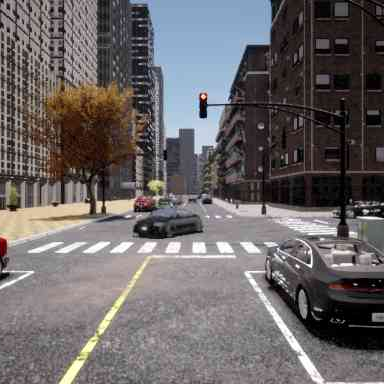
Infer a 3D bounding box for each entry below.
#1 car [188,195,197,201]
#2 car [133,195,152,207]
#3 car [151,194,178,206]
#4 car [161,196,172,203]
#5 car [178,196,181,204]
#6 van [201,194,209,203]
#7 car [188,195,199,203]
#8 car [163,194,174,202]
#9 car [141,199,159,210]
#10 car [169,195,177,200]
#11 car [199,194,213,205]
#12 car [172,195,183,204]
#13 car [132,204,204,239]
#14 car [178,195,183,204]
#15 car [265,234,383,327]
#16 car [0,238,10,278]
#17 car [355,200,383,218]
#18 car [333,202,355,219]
[{"bbox_3d":[0.191,1.462,79.061,2.033,1.411,5.357,0,0,0],"label":"car"},{"bbox_3d":[-5.598,1.336,39.331,2.192,1.841,5.009,0,0,0],"label":"car"},{"bbox_3d":[-2.983,1.371,37.013,2.097,1.767,4.553,0,0,-1],"label":"car"},{"bbox_3d":[-5.517,1.627,72.469,1.947,1.339,4.313,0,0,0],"label":"car"},{"bbox_3d":[-2.985,1.630,47.082,1.895,1.301,4.718,0,0,0],"label":"car"},{"bbox_3d":[2.863,1.402,72.448,1.690,1.788,3.998,0,0,0],"label":"van"},{"bbox_3d":[0.165,1.546,68.638,2.128,1.511,4.902,0,0,0],"label":"car"},{"bbox_3d":[-5.504,1.386,77.991,2.192,1.841,5.009,0,0,0],"label":"car"},{"bbox_3d":[-5.584,1.592,44.854,1.947,1.339,4.313,0,0,0],"label":"car"},{"bbox_3d":[-5.464,1.654,94.560,2.008,1.369,4.403,0,0,0],"label":"car"},{"bbox_3d":[2.837,1.611,61.402,1.947,1.339,4.313,0,0,0],"label":"car"},{"bbox_3d":[-2.863,1.405,67.321,2.097,1.767,4.553,0,0,1],"label":"car"},{"bbox_3d":[-1.191,1.568,17.623,1.994,1.385,4.181,0,0,35],"label":"car"},{"bbox_3d":[-2.949,1.531,56.873,2.128,1.511,4.902,0,0,0],"label":"car"},{"bbox_3d":[2.705,1.551,6.923,2.008,1.369,4.403,0,0,0],"label":"car"},{"bbox_3d":[-5.675,1.545,6.943,1.887,1.381,4.507,0,0,0],"label":"car"},{"bbox_3d":[14.796,1.273,23.732,4.902,1.511,2.128,-1,0,0],"label":"car"},{"bbox_3d":[13.489,1.350,26.302,4.403,1.369,2.008,-1,1,0],"label":"car"}]
